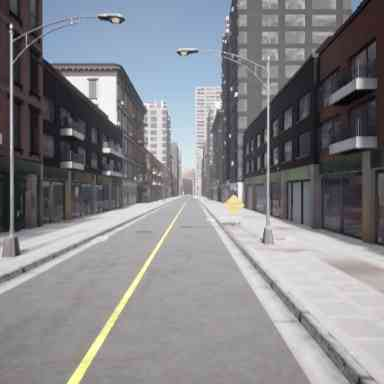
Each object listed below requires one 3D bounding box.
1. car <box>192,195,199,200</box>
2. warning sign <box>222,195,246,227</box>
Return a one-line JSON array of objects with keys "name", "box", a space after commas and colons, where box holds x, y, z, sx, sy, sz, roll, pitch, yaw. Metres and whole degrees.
[{"name": "car", "box": [0.963, 1.637, 95.079, 1.812, 1.442, 4.674, 0, 0, 0]}, {"name": "warning sign", "box": [2.523, 1.092, 20.070, 1.300, 1.860, 1.060, 0, 0, 0]}]
